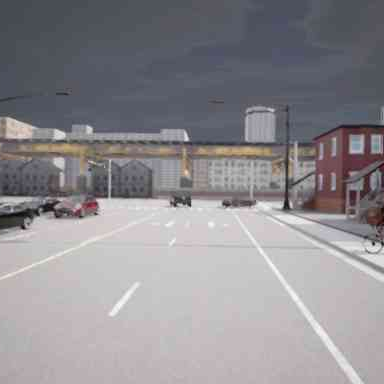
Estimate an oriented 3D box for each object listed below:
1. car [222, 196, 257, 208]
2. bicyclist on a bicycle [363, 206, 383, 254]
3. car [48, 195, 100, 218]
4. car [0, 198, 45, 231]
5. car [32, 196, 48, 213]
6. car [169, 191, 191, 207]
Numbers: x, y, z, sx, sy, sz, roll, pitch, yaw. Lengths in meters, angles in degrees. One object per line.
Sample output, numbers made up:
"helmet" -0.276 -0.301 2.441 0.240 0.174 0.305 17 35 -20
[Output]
"car" 6.178 1.289 43.193 5.357 1.411 2.033 0 0 -43
"bicyclist on a bicycle" 6.632 1.302 11.237 1.656 1.620 0.582 1 0 4
"car" -8.810 1.023 25.759 2.097 1.767 4.553 1 0 4
"car" -9.542 1.230 16.025 2.128 1.511 4.902 1 0 4
"car" -12.239 1.106 26.867 2.128 1.511 4.902 1 0 4
"car" -1.579 0.853 43.664 2.150 2.045 5.566 1 1 -12
